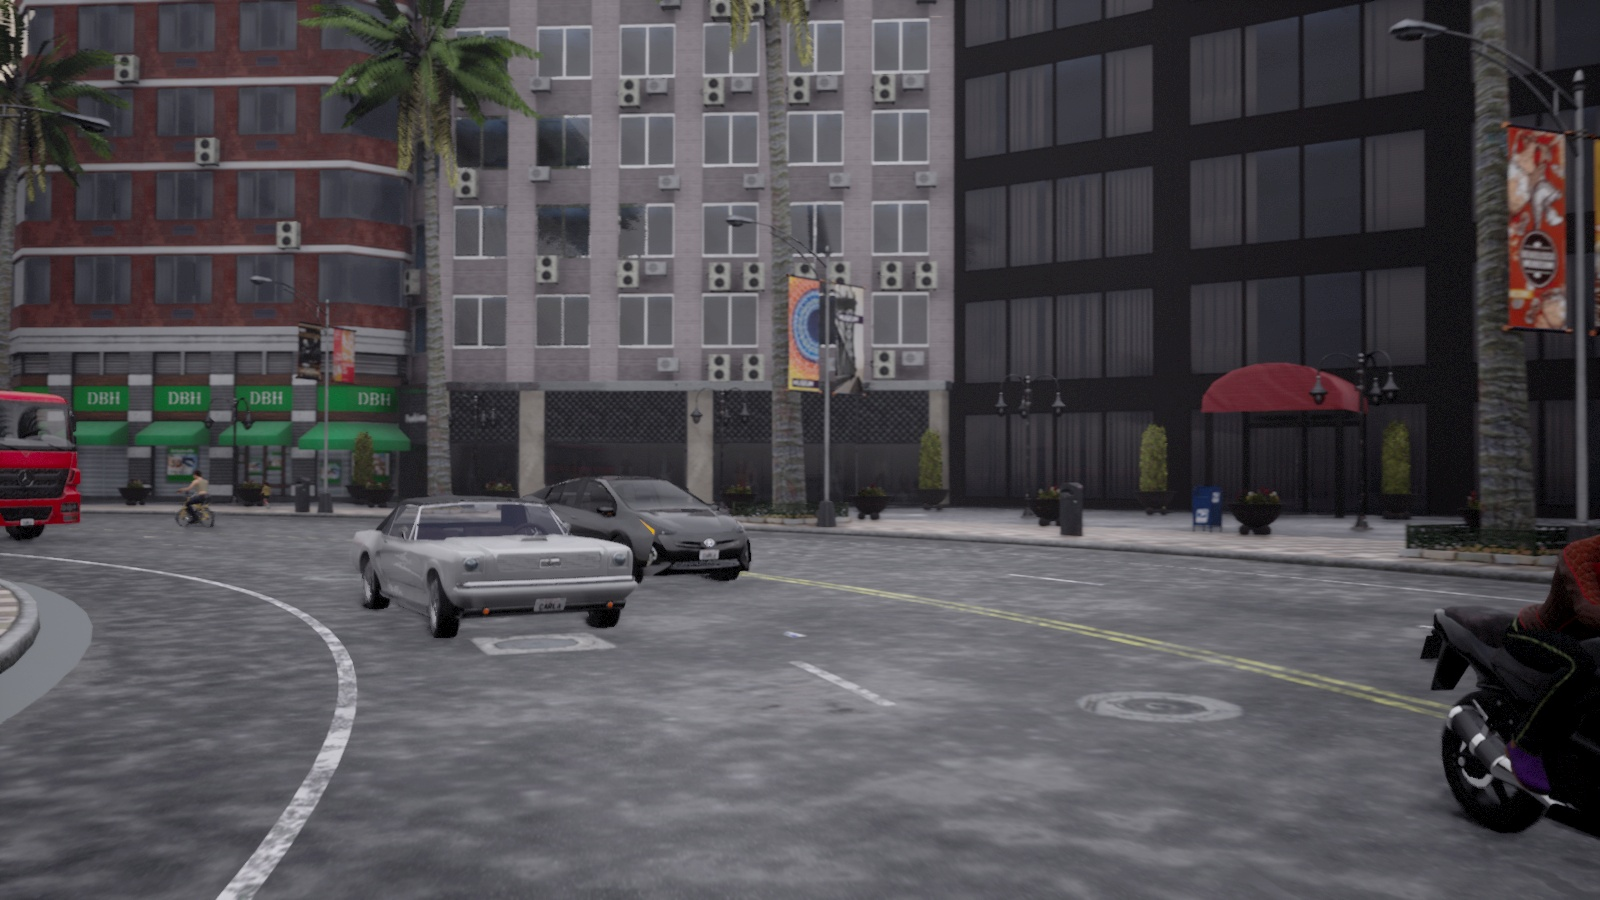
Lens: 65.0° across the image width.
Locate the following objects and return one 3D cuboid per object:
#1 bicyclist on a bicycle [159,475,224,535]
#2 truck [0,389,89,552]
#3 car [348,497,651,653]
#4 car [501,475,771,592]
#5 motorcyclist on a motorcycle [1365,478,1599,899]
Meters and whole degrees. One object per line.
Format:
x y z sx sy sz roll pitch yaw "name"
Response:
-16.809 1.508 34.711 1.509 1.612 0.866 -1 -1 26 "bicyclist on a bicycle"
-20.456 0.492 28.755 7.936 3.462 2.891 -1 -1 21 "truck"
-3.457 1.200 13.655 1.895 1.301 4.718 0 -1 -31 "car"
-2.587 1.143 18.856 2.007 1.525 4.514 1 -1 -38 "car"
3.171 0.879 4.809 0.797 1.523 2.044 -1 -1 -10 "motorcyclist on a motorcycle"
